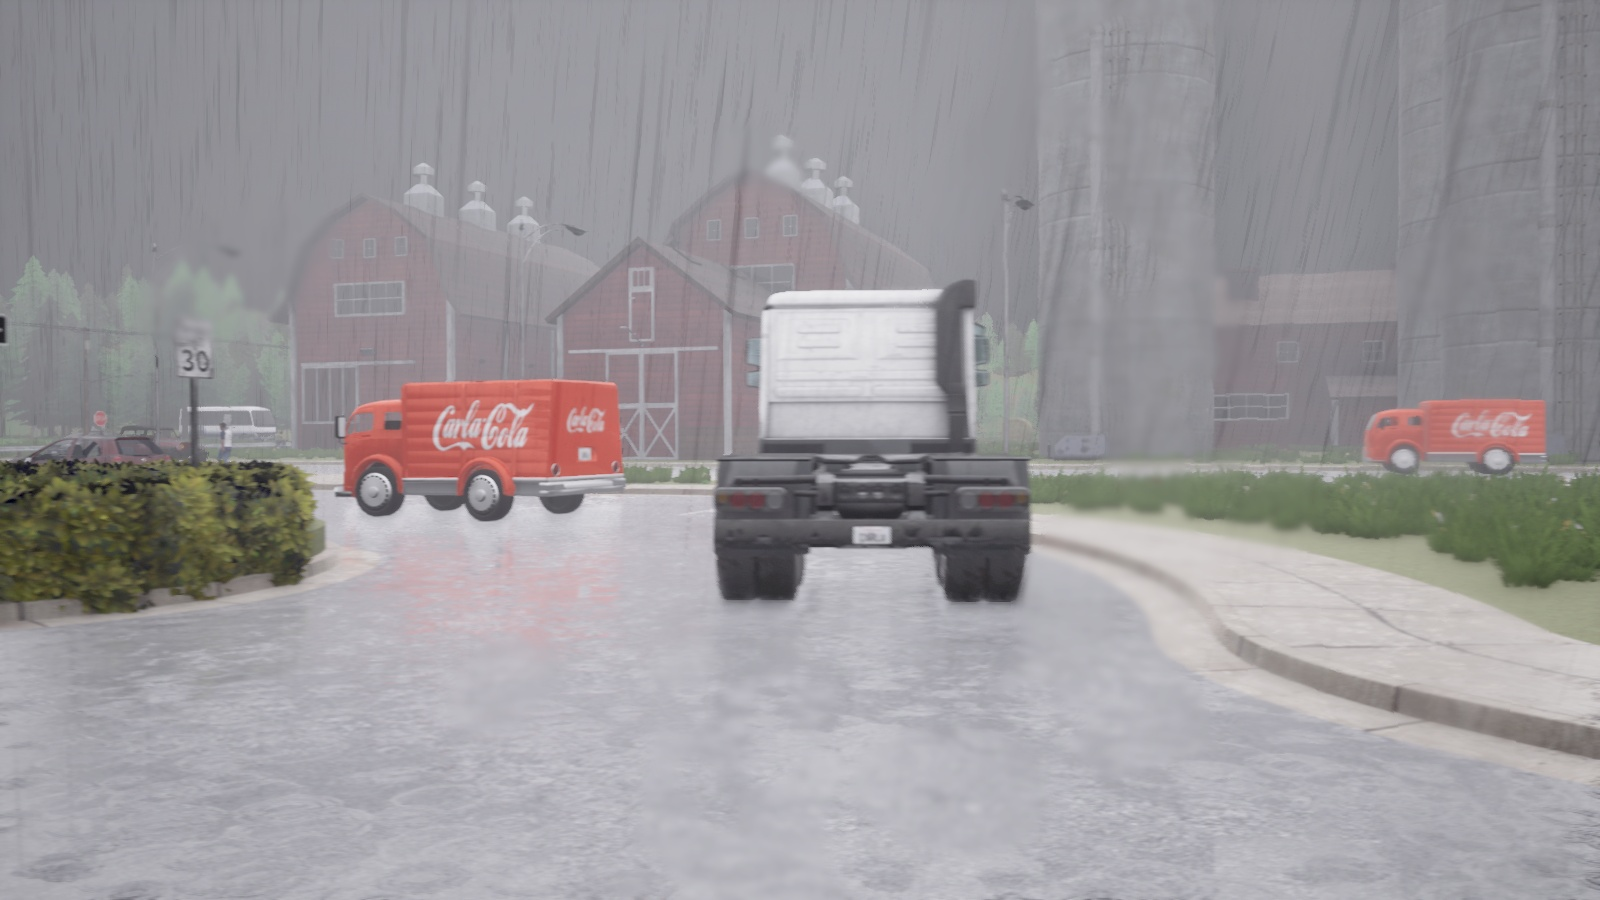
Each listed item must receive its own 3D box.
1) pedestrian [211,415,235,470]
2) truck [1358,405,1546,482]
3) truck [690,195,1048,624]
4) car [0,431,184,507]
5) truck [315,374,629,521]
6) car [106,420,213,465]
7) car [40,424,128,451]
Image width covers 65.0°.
[{"bbox_3d":[-19.404,-0.267,42.221,0.706,1.836,0.354,1,1,22],"label":"pedestrian"},{"bbox_3d":[21.622,-0.250,41.944,5.204,2.467,2.627,1,1,18],"label":"truck"},{"bbox_3d":[0.731,-0.381,14.169,2.891,3.462,7.936,0,1,3],"label":"truck"},{"bbox_3d":[-15.194,0.358,26.571,3.633,1.501,1.845,1,1,18],"label":"car"},{"bbox_3d":[-6.119,-0.065,23.466,5.204,2.467,2.627,0,1,26],"label":"truck"},{"bbox_3d":[-27.609,-0.348,54.159,3.866,1.878,1.905,1,1,18],"label":"car"},{"bbox_3d":[-46.176,-0.801,81.124,2.242,1.667,4.611,1,1,19],"label":"car"}]
